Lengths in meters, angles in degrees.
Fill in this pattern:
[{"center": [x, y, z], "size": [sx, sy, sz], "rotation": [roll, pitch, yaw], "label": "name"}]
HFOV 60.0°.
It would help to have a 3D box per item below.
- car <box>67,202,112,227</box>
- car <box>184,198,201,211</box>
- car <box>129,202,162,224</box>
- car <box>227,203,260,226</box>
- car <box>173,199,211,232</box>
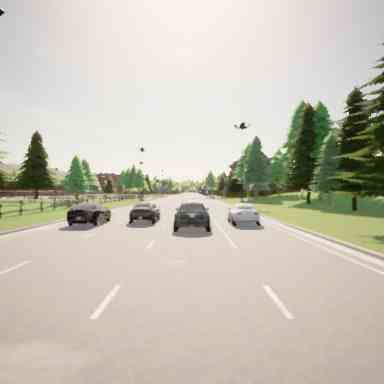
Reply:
[{"center": [-6.948, 1.457, 22.923], "size": [1.882, 1.535, 5.008], "rotation": [0, 0, 0], "label": "car"}, {"center": [0.087, 1.526, 41.712], "size": [1.994, 1.385, 4.181], "rotation": [0, 0, 0], "label": "car"}, {"center": [-3.437, 1.484, 24.709], "size": [1.837, 1.490, 4.892], "rotation": [0, 1, 0], "label": "car"}, {"center": [3.551, 1.504, 23.216], "size": [1.812, 1.442, 4.674], "rotation": [0, 0, 0], "label": "car"}, {"center": [0.026, 1.333, 20.264], "size": [2.097, 1.767, 4.553], "rotation": [0, 0, 1], "label": "car"}]
